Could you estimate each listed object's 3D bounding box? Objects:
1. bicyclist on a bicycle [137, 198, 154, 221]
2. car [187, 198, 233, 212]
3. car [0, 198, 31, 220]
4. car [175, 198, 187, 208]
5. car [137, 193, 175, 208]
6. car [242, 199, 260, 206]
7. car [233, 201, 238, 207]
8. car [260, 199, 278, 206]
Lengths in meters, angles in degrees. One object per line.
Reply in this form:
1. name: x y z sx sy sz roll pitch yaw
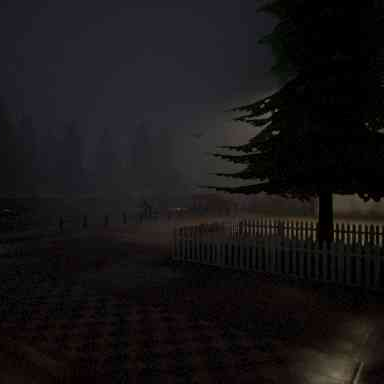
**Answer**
1. bicyclist on a bicycle: -3.433 1.301 24.414 1.656 1.620 0.582 0 0 35
2. car: 2.191 1.220 38.827 2.150 2.045 5.566 0 0 36
3. car: -15.441 1.490 26.491 2.128 1.511 4.902 0 0 35
4. car: -0.329 1.546 47.642 2.033 1.411 5.357 0 0 36
5. car: -5.278 1.219 46.758 2.150 2.045 5.566 0 0 36
6. car: 10.404 1.546 56.549 2.033 1.411 5.357 0 0 35
7. car: 5.088 1.563 48.990 1.994 1.385 4.181 0 0 35
8. car: 13.755 1.546 55.058 2.033 1.411 5.357 0 0 36
